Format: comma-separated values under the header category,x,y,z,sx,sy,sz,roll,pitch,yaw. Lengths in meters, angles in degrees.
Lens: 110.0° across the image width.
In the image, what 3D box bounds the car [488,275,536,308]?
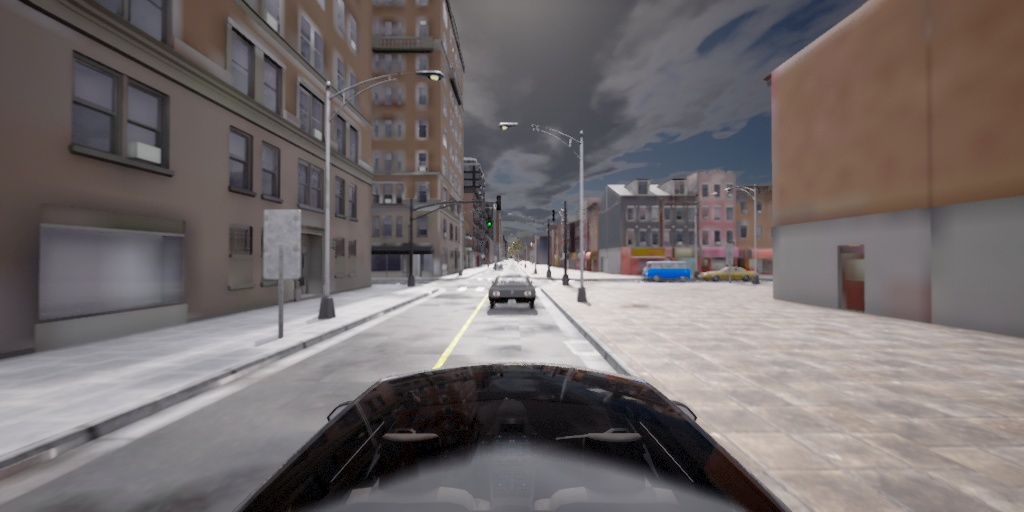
category,x,y,z,sx,sy,sz,roll,pitch,yaw
car,0.009,1.487,15.970,1.895,1.301,4.718,0,-1,0

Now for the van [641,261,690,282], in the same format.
category,x,y,z,sx,sy,sz,roll,pitch,yaw
van,13.754,1.379,32.030,3.998,1.789,1.690,0,0,0

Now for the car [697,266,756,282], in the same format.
category,x,y,z,sx,sy,sz,roll,pitch,yaw
car,19.196,1.559,32.019,4.829,1.417,1.751,0,0,0
